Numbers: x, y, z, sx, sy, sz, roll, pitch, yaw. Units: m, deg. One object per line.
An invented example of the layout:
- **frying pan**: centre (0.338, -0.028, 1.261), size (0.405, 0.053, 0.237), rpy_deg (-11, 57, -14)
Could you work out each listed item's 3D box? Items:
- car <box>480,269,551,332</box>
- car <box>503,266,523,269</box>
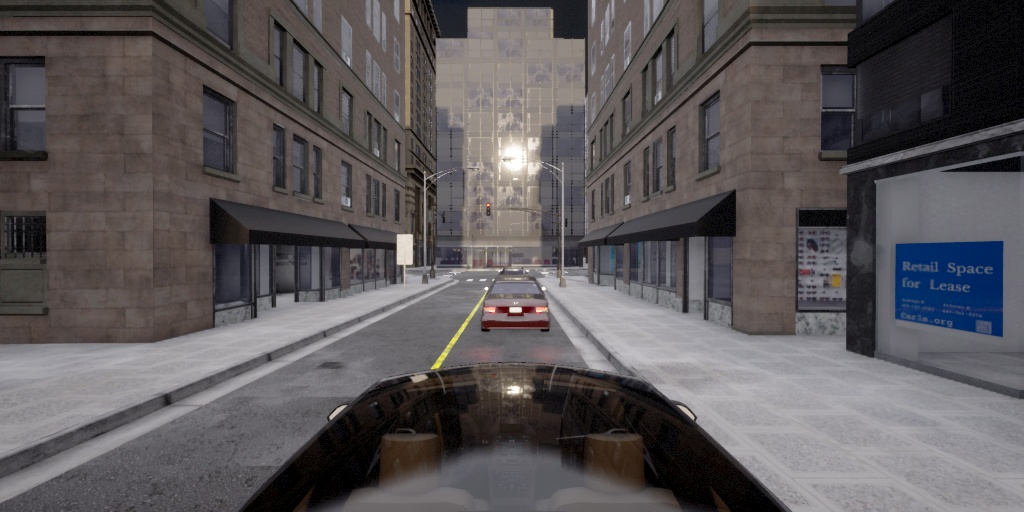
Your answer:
- **car**: centre (0.094, 1.293, 10.812), size (2.033, 1.411, 5.357), rpy_deg (0, 0, 0)
- **car**: centre (0.085, 1.300, 21.478), size (1.994, 1.385, 4.181), rpy_deg (0, 0, 0)
